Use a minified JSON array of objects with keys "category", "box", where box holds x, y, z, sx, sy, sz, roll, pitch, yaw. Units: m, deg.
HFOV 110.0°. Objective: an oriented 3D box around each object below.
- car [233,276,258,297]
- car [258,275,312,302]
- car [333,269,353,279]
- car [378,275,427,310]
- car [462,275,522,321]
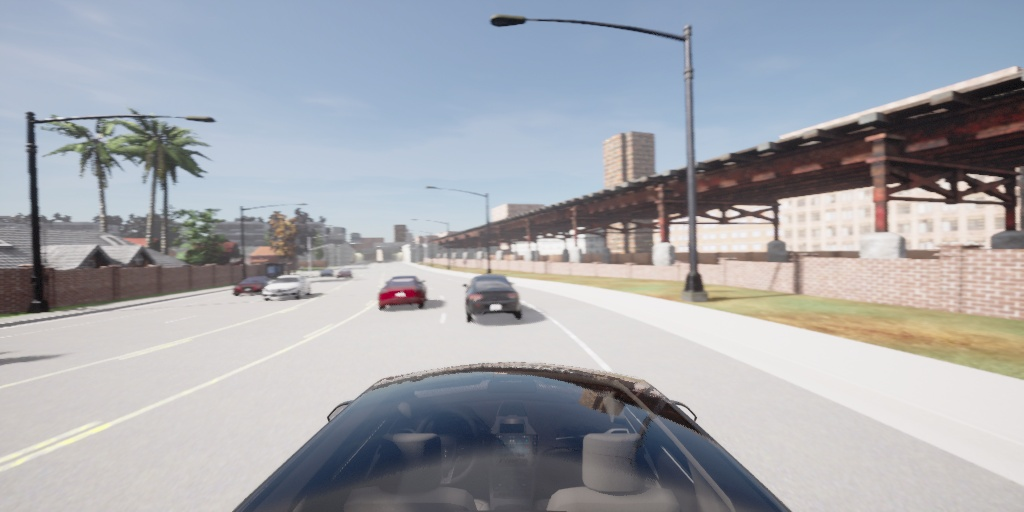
[{"category":"car","box":[-19.447,2.243,27.337,1.994,1.385,4.181,-2,-1,-20]},{"category":"car","box":[-14.194,1.968,22.895,1.812,1.442,4.674,-2,-1,-19]},{"category":"car","box":[-25.217,2.690,54.216,1.994,1.385,4.181,-2,0,-19]},{"category":"car","box":[-5.084,1.616,16.986,1.994,1.385,4.181,-2,0,-12]},{"category":"car","box":[-0.796,1.396,13.068,1.812,1.442,4.674,-2,0,-8]}]
